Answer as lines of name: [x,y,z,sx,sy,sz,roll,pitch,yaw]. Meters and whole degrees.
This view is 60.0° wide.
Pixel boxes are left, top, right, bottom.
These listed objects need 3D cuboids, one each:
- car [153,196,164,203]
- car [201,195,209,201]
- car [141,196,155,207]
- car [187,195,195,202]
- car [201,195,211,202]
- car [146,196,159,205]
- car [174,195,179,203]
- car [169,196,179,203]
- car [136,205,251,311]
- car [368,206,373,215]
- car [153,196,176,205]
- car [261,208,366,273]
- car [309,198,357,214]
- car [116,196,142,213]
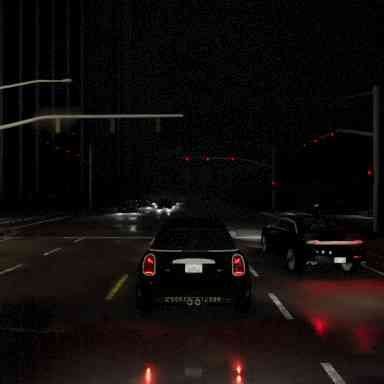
car: [-7.135,1.595,71.259,1.895,1.301,4.718,0,0,0]
car: [3.334,1.478,87.928,1.882,1.535,5.008,0,0,0]
car: [-7.189,1.351,49.824,2.097,1.767,4.553,0,0,0]
car: [-0.147,1.478,77.845,1.882,1.535,5.008,0,0,0]
car: [3.353,1.500,77.829,1.837,1.490,4.892,0,0,0]
car: [-7.186,1.526,60.907,1.812,1.442,4.674,0,0,0]
car: [-3.691,1.492,56.563,2.128,1.511,4.902,0,0,0]
car: [-3.631,1.505,69.196,1.837,1.490,4.892,0,0,0]
car: [0.042,1.352,7.931,2.097,1.767,4.553,0,0,0]
car: [19.117,1.560,31.129,4.892,1.490,1.837,0,0,0]
car: [-3.639,1.547,44.644,2.033,1.411,5.357,0,0,-2]
car: [3.599,1.492,10.741,2.128,1.511,4.902,0,0,-3]
car: [14.606,1.407,34.682,4.553,1.767,2.097,0,0,2]
car: [-7.168,1.557,37.725,1.812,1.442,4.674,0,0,0]
